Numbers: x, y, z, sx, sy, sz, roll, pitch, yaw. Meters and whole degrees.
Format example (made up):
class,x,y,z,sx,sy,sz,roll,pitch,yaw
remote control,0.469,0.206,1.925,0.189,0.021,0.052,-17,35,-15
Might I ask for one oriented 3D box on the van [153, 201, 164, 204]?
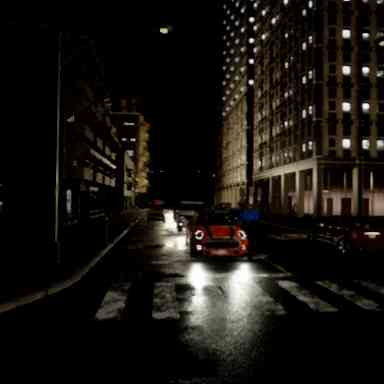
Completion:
class,x,y,z,sx,sy,sz,roll,pitch,yaw
van,-4.848,2.279,47.567,1.690,1.788,3.998,1,-1,-5

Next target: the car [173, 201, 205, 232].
class,x,y,z,sx,sy,sz,roll,pitch,yaw
car,0.010,1.679,23.837,2.150,2.045,5.566,1,-1,-5

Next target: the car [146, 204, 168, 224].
class,x,y,z,sx,sy,sz,roll,pitch,yaw
car,-3.251,2.127,30.696,2.008,1.369,4.403,1,-1,-5

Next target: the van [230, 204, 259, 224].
class,x,y,z,sx,sy,sz,roll,pitch,yaw
van,5.094,2.021,31.489,1.690,1.788,3.998,1,-1,-5

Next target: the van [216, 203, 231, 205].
class,x,y,z,sx,sy,sz,roll,pitch,yaw
van,4.029,2.261,42.733,1.690,1.788,3.998,1,-1,-5

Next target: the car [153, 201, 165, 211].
class,x,y,z,sx,sy,sz,roll,pitch,yaw
car,-6.446,2.618,64.434,2.192,1.841,5.009,1,-1,-5

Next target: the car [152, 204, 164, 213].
class,x,y,z,sx,sy,sz,roll,pitch,yaw
car,-5.383,2.641,53.184,1.802,1.307,4.206,1,-1,-5

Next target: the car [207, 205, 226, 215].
class,x,y,z,sx,sy,sz,roll,pitch,yaw
car,3.492,2.607,48.350,1.947,1.339,4.313,1,-1,-5

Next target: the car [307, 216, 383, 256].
class,x,y,z,sx,sy,sz,roll,pitch,yaw
car,6.692,1.763,14.620,1.967,1.590,4.097,1,-1,-5

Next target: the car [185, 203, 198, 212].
class,x,y,z,sx,sy,sz,roll,pitch,yaw
car,-0.112,2.747,58.890,1.837,1.490,4.892,1,-1,-5

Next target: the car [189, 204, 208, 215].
class,x,y,z,sx,sy,sz,roll,pitch,yaw
car,0.890,2.561,48.335,2.033,1.411,5.357,1,-1,-6

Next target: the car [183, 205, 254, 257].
class,x,y,z,sx,sy,sz,roll,pitch,yaw
car,0.905,1.602,14.042,2.097,1.767,4.553,1,-1,-5
